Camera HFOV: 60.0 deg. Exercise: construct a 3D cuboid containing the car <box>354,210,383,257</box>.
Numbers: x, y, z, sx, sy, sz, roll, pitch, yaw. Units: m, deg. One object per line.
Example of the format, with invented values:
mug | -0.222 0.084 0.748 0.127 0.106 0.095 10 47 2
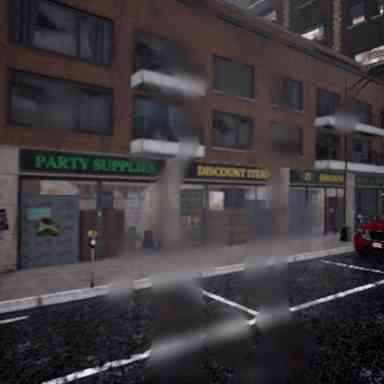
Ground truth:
car | 8.105 1.443 12.340 5.009 1.841 2.192 1 0 -35
